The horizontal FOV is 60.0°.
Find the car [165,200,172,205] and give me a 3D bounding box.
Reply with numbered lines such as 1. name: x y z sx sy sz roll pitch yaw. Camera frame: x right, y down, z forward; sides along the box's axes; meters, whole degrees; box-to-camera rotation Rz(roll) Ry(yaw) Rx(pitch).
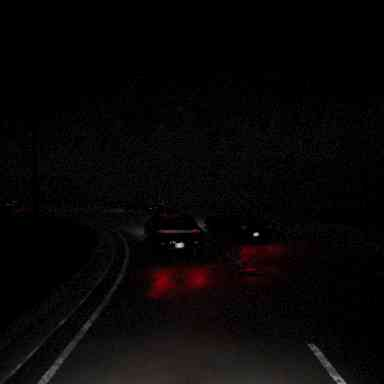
1. car: -4.349 1.443 39.541 4.674 1.442 1.812 0 -1 42

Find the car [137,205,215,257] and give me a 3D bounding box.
1. car: -0.864 1.465 12.853 2.128 1.511 4.902 0 0 -11

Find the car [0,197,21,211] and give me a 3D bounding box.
1. car: -23.239 1.466 39.339 5.357 1.411 2.033 0 0 17

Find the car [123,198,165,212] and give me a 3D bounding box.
1. car: -5.432 1.452 35.667 4.674 1.442 1.812 0 -1 42

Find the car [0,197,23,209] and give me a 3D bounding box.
1. car: -24.747 1.416 43.455 4.892 1.490 1.837 0 -2 17

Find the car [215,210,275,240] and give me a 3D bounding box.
1. car: 2.197 1.566 16.754 1.895 1.301 4.718 0 0 -16
